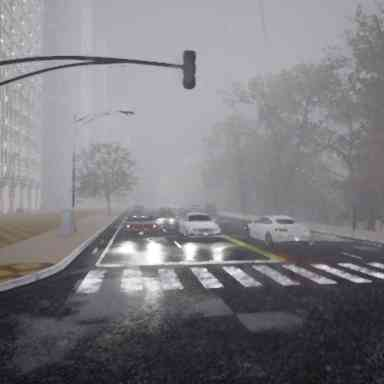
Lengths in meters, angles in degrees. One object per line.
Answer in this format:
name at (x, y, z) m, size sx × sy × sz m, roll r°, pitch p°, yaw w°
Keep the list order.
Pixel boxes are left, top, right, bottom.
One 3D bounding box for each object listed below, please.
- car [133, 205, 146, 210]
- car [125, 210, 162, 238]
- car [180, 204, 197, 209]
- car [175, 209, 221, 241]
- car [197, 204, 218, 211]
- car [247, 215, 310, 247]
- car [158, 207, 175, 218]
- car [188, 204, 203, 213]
car at (-7.437, 2.587, 46.929) m, size 2.033 × 1.411 × 5.357 m, roll 1°, pitch -1°, yaw -9°
car at (-3.134, 2.014, 20.482) m, size 1.895 × 1.301 × 4.718 m, roll 1°, pitch -1°, yaw -9°
car at (-0.898, 2.700, 47.751) m, size 1.895 × 1.301 × 4.718 m, roll 1°, pitch -1°, yaw -9°
car at (0.341, 1.933, 19.393) m, size 1.812 × 1.442 × 4.674 m, roll 1°, pitch -1°, yaw -9°
car at (2.313, 2.482, 48.275) m, size 2.097 × 1.767 × 4.553 m, roll 1°, pitch -1°, yaw -9°
car at (4.256, 1.895, 16.917) m, size 1.812 × 1.442 × 4.674 m, roll 1°, pitch -1°, yaw -9°
car at (-3.170, 2.475, 40.759) m, size 1.994 × 1.385 × 4.181 m, roll 1°, pitch -1°, yaw -9°
car at (0.620, 2.873, 58.197) m, size 1.837 × 1.490 × 4.892 m, roll 1°, pitch -1°, yaw -9°
